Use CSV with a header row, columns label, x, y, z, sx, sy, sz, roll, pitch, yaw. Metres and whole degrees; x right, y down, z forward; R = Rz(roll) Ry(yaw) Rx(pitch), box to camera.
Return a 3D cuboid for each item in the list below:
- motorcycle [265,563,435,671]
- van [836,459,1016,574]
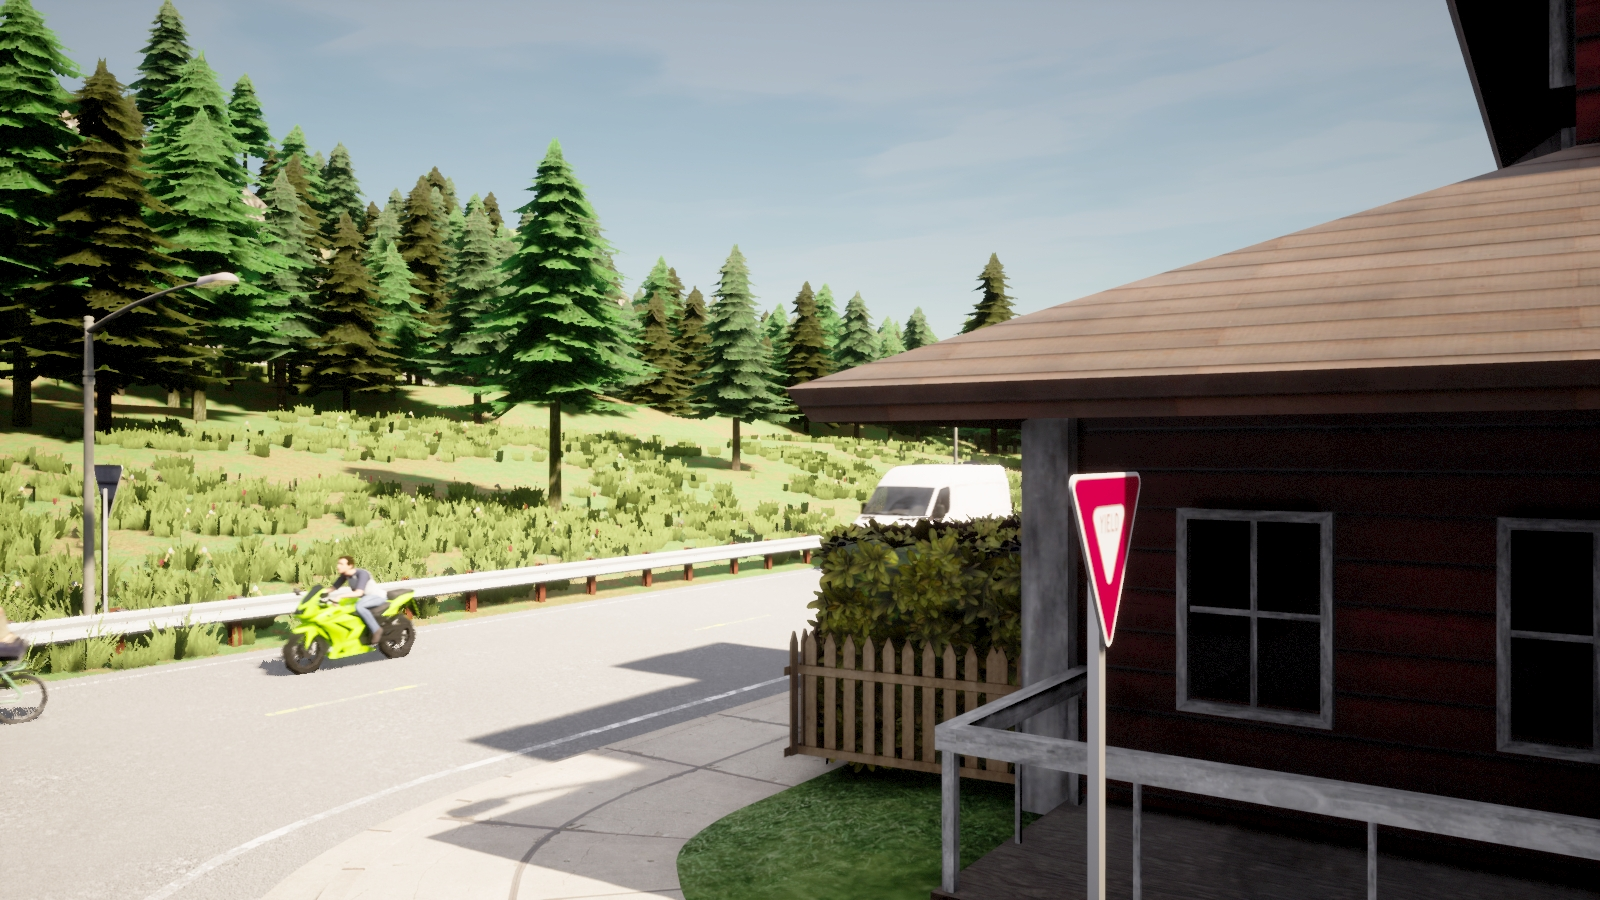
label,x,y,z,sx,sy,sz,roll,pitch,yaw
motorcycle,-6.057,2.213,15.485,0.803,1.145,2.033,0,0,35
van,3.345,1.534,28.993,1.988,2.561,5.915,0,0,35
